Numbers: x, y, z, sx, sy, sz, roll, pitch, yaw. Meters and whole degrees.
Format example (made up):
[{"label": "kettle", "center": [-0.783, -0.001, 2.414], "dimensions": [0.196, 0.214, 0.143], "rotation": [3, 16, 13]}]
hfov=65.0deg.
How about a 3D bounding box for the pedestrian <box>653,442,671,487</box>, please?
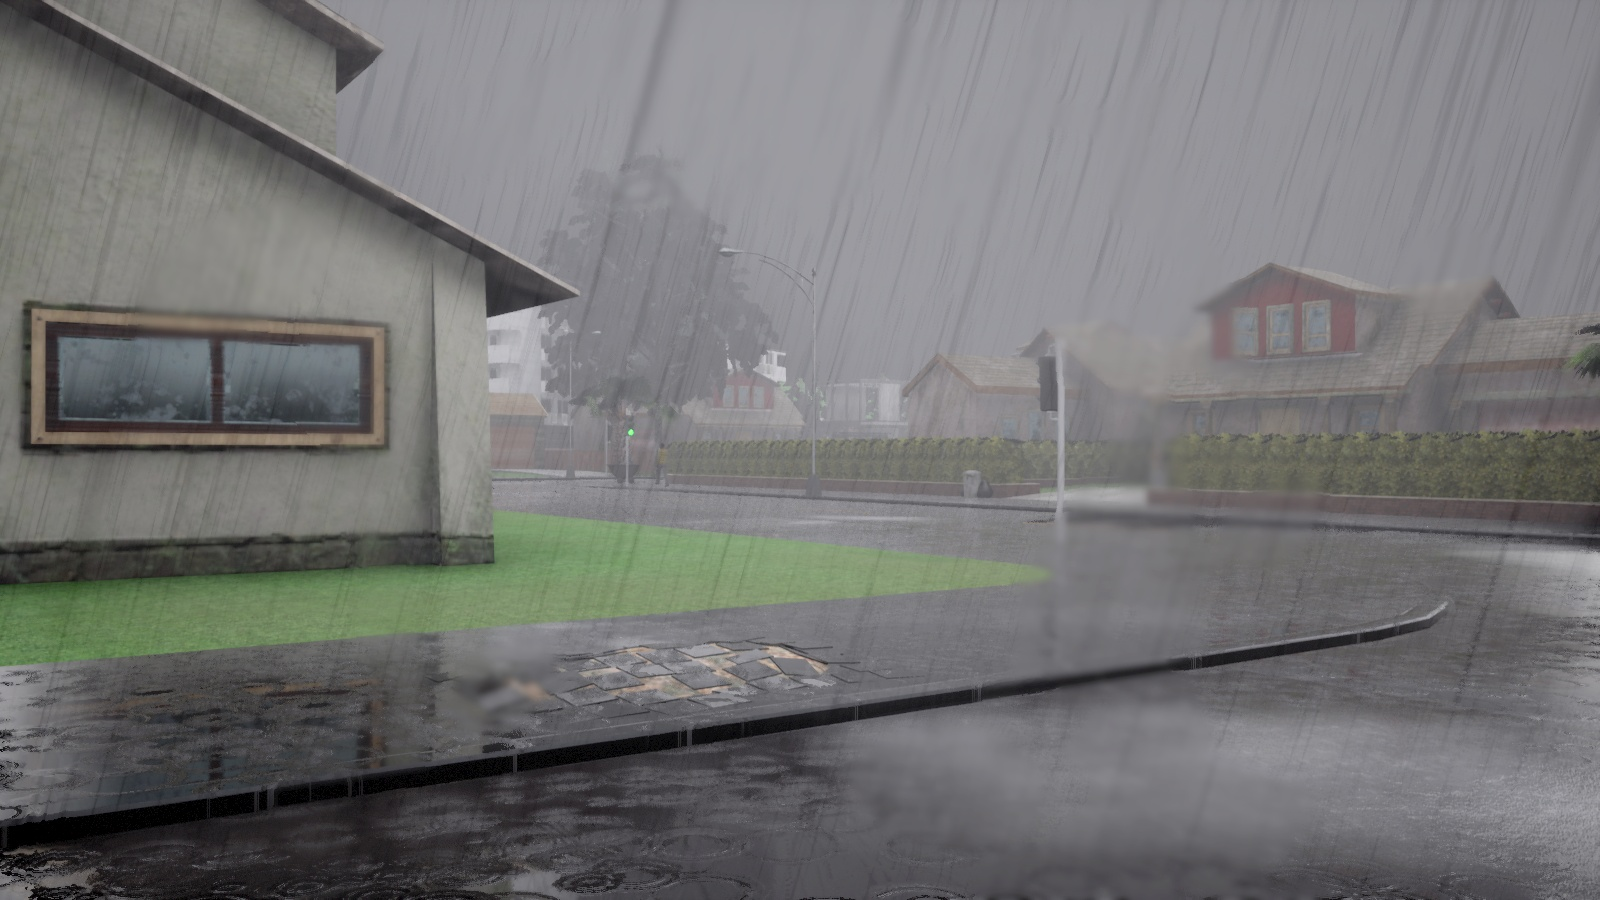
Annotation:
[{"label": "pedestrian", "center": [-5.686, 0.586, 51.637], "dimensions": [0.431, 1.840, 0.709], "rotation": [0, 0, -35]}]
